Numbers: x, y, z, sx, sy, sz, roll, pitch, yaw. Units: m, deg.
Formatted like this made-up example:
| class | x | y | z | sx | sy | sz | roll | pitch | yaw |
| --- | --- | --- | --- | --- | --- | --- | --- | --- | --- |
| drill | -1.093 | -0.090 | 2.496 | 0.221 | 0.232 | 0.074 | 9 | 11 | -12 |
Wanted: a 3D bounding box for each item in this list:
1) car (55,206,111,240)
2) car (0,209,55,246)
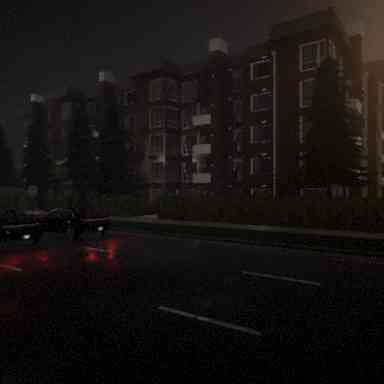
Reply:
| class | x | y | z | sx | sy | sz | roll | pitch | yaw |
| --- | --- | --- | --- | --- | --- | --- | --- | --- | --- |
| car | -6.236 | 1.493 | 16.916 | 4.902 | 1.511 | 2.128 | 0 | 0 | 36 |
| car | -8.269 | 1.492 | 14.066 | 4.902 | 1.511 | 2.128 | 0 | 0 | 36 |
